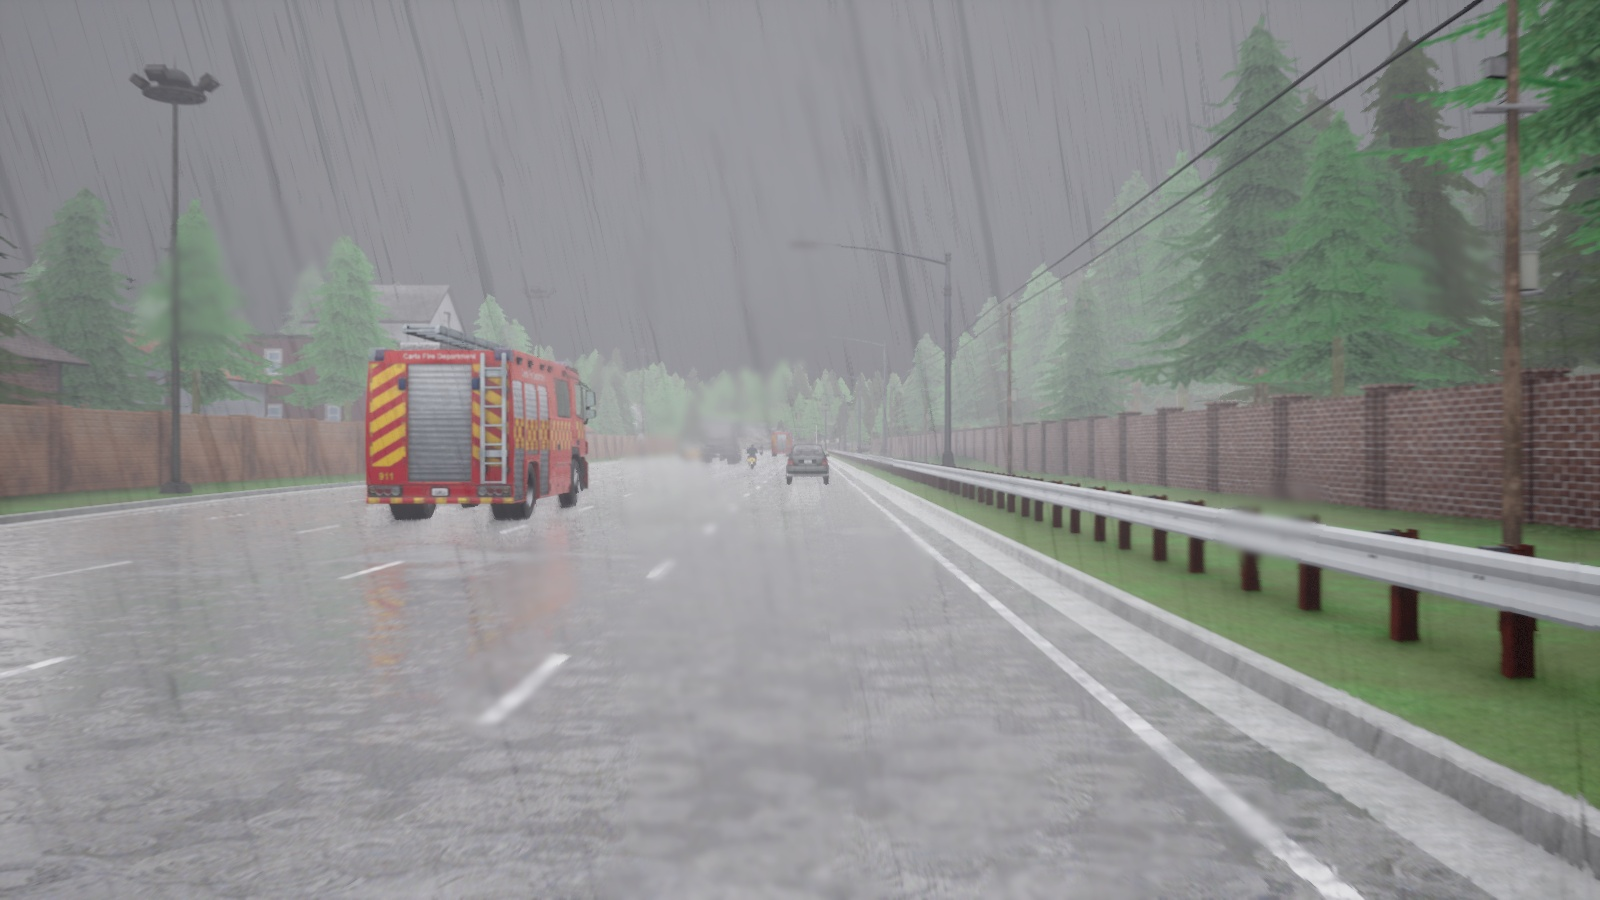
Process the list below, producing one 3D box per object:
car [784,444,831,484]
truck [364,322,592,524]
[{"bbox_3d":[0.302,0.533,49.983,1.789,1.549,3.705,0,0,0],"label":"car"},{"bbox_3d":[-6.823,-0.531,28.099,2.891,3.827,8.468,0,0,0],"label":"truck"}]
